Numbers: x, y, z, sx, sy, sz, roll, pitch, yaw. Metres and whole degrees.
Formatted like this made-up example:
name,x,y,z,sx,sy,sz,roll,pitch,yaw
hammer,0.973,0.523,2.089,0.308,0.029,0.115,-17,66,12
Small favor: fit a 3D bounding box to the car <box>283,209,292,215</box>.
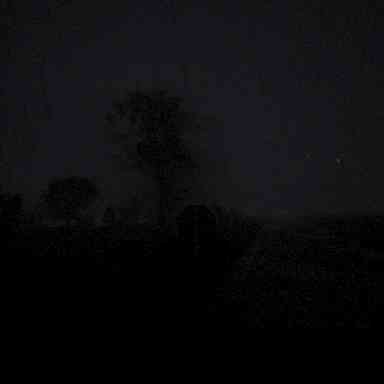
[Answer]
name,x,y,z,sx,sy,sz,roll,pitch,yaw
car,26.078,5.558,90.574,1.882,1.535,5.008,-2,-3,14
